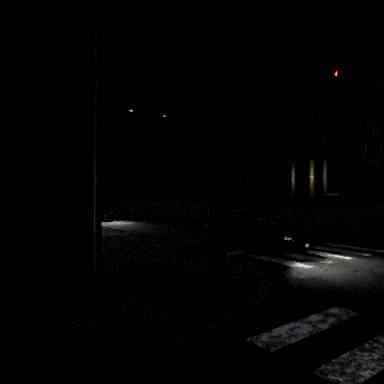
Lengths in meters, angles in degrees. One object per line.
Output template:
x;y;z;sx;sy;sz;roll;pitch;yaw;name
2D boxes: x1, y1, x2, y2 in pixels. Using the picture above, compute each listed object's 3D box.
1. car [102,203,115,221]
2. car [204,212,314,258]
-7.850;1.533;26.861;1.812;1.442;4.674;0;0;-36;car
2.426;1.529;13.075;1.812;1.442;4.674;0;0;-39;car
